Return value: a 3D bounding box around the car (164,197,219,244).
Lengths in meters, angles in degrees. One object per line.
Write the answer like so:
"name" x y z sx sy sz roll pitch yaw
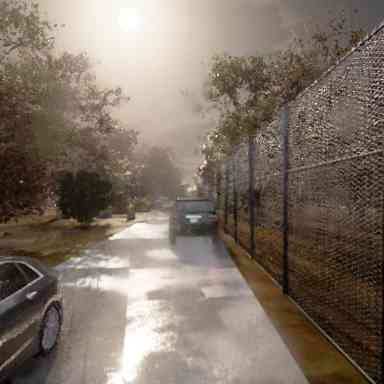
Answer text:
"car" 0.083 1.272 16.190 2.150 2.045 5.566 0 0 0

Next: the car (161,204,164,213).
"car" -3.000 2.009 44.429 2.033 1.411 5.357 0 -1 0

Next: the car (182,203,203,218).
"car" 0.005 1.825 33.842 1.994 1.385 4.181 0 -1 0

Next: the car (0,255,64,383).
"car" -2.853 1.505 3.221 1.837 1.490 4.892 0 0 0
